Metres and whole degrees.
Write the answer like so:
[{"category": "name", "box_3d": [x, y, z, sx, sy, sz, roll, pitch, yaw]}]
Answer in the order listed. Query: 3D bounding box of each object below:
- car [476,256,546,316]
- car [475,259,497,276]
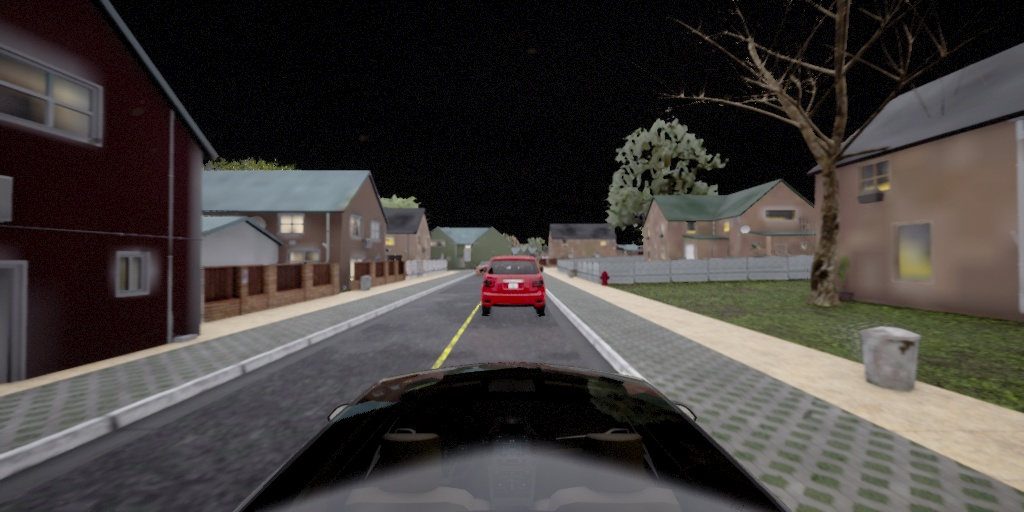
[{"category": "car", "box_3d": [0.068, 1.020, 13.825, 2.150, 2.045, 5.566, 0, 0, 1]}, {"category": "car", "box_3d": [-2.808, 1.274, 39.956, 2.097, 1.767, 4.553, 0, 0, 0]}]
